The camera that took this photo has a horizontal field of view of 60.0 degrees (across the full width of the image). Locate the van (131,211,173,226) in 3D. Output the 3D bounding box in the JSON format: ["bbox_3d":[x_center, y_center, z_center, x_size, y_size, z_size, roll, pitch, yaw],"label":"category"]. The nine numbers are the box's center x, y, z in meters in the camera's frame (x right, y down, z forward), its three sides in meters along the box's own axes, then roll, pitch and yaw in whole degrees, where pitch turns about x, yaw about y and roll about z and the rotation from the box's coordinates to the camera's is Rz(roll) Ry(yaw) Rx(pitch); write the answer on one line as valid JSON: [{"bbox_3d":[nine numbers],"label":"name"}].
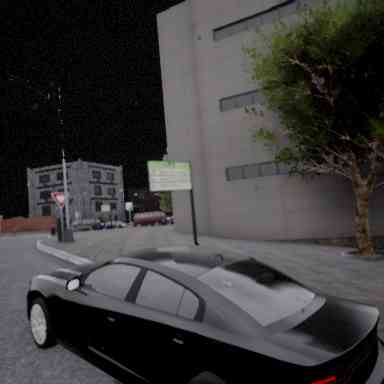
[{"bbox_3d":[-5.203,3.588,42.686,4.442,1.987,1.878,-7,-7,22],"label":"van"}]

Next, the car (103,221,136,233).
[{"bbox_3d":[-12.589,6.060,57.524,5.366,1.575,1.946,-7,-8,22],"label":"car"}]

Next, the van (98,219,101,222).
[{"bbox_3d":[-15.803,5.097,49.727,4.442,1.987,1.878,-7,-7,22],"label":"van"}]

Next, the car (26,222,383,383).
[{"bbox_3d":[-0.341,1.452,4.340,5.008,1.535,1.882,1,1,40],"label":"car"}]

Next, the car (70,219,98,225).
[{"bbox_3d":[-14.189,4.422,41.363,1.994,1.385,4.181,-7,-6,22],"label":"car"}]

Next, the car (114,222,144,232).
[{"bbox_3d":[-11.315,6.321,60.004,4.792,1.488,2.163,-7,-8,22],"label":"car"}]

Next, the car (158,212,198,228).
[{"bbox_3d":[-2.127,4.263,50.427,5.566,2.045,2.435,-7,-8,22],"label":"car"}]

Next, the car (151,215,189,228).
[{"bbox_3d":[-3.138,4.267,47.874,5.008,1.535,2.097,-6,-8,22],"label":"car"}]
